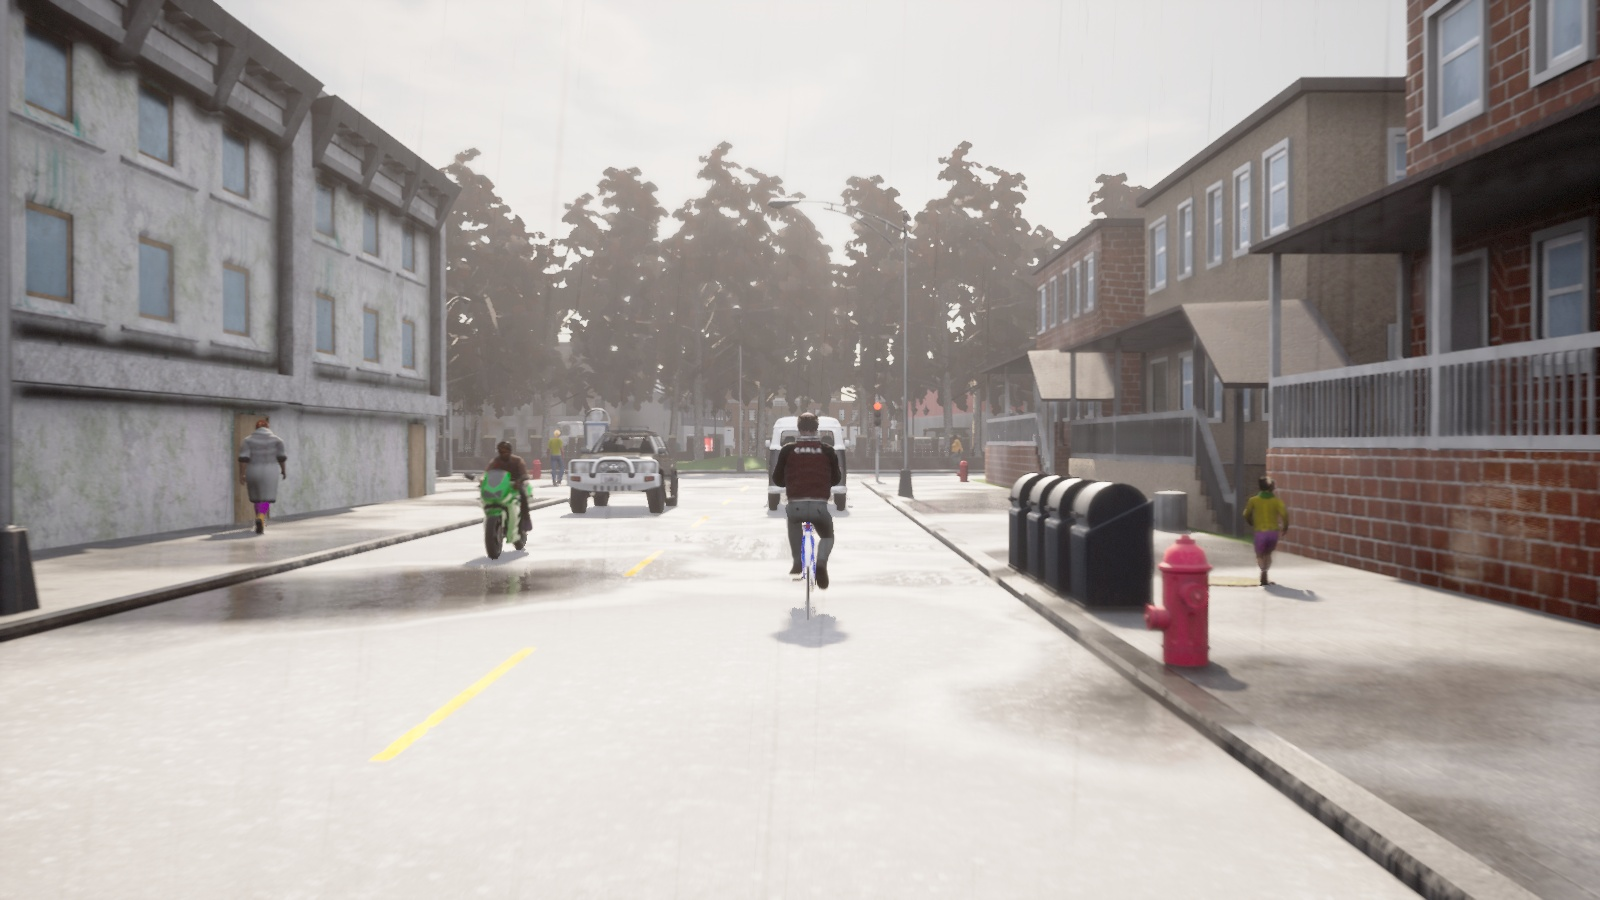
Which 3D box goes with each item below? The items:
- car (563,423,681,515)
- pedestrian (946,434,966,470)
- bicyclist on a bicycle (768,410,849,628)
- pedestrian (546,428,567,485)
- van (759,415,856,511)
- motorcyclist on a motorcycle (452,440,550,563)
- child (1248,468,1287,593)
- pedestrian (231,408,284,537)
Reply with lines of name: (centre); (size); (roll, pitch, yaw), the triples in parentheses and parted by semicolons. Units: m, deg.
car: (-3.834, 0.407, 27.743); (1.932, 1.855, 4.605); (0, -1, 0)
pedestrian: (7.939, 0.102, 64.010); (0.900, 1.855, 0.874); (0, 0, 0)
bicyclist on a bicycle: (0.072, 0.554, 11.173); (0.659, 1.776, 1.843); (0, 1, 0)
pedestrian: (-7.944, 0.219, 40.954); (0.354, 1.836, 0.706); (0, 0, 20)
van: (0.172, 0.299, 28.875); (2.069, 2.038, 4.480); (0, -1, 0)
motorcyclist on a motorcycle: (-3.892, 0.632, 16.512); (0.797, 1.523, 2.044); (0, 0, 0)
child: (4.474, 0.759, 12.022); (0.299, 1.160, 0.473); (0, 0, 15)
pedestrian: (-8.459, 0.339, 19.617); (0.659, 1.952, 0.873); (0, 0, -16)
